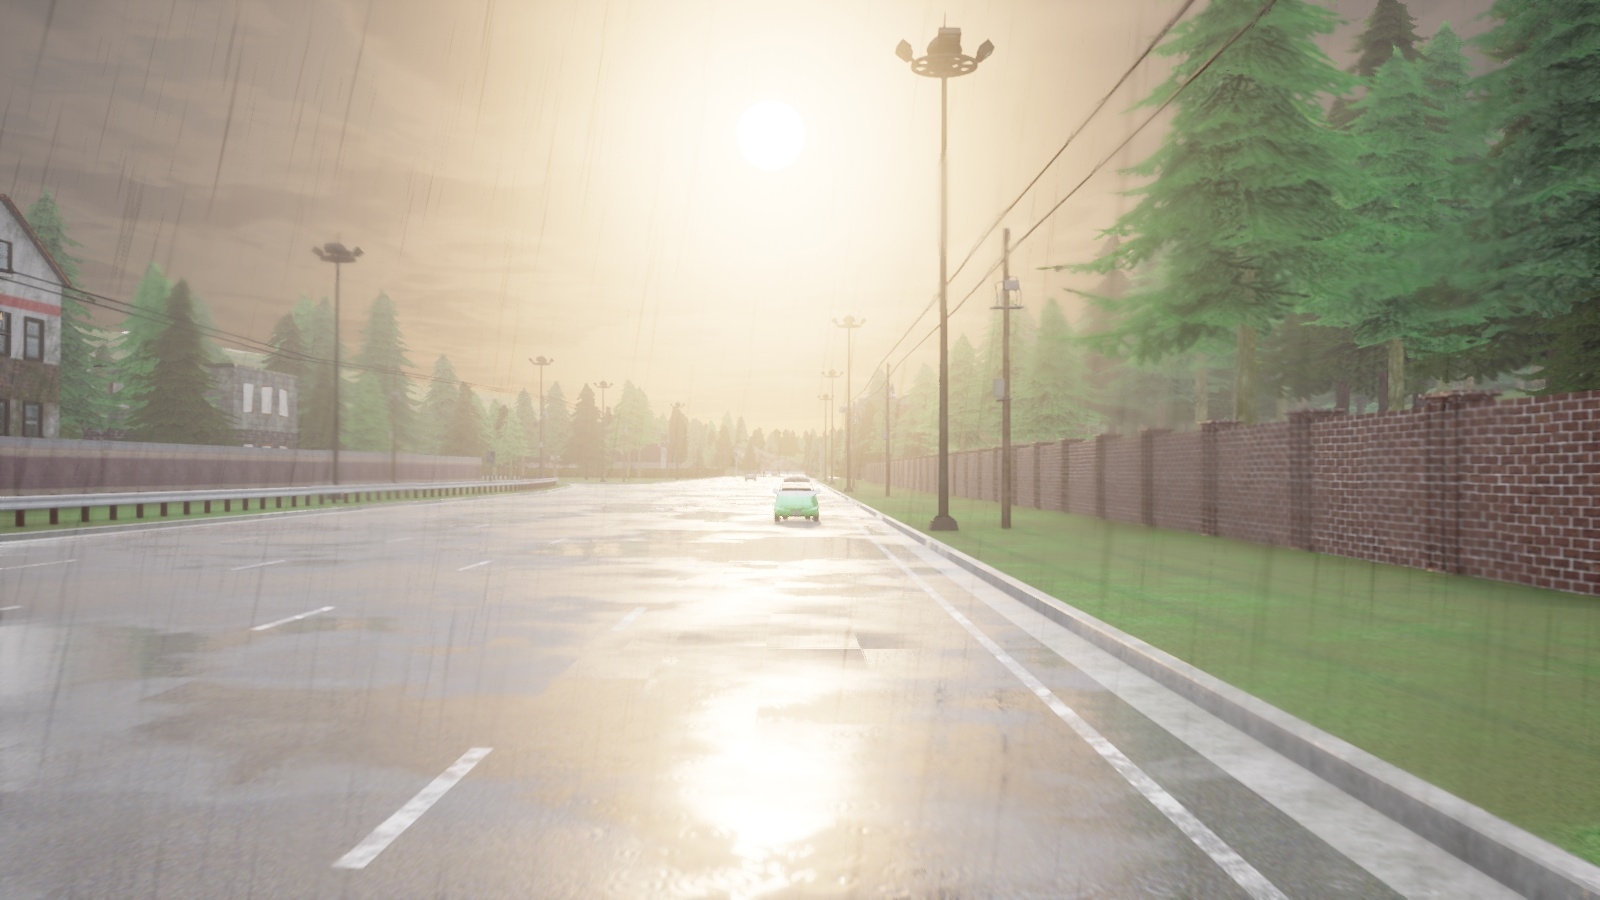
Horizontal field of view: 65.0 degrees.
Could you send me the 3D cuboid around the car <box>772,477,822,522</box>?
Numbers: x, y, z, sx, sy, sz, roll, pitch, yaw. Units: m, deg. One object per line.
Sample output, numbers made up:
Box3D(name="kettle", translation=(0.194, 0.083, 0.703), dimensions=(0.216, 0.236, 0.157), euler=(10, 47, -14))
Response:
Box3D(name="car", translation=(-0.094, 1.524, 39.098), dimensions=(1.481, 1.376, 2.207), euler=(0, -1, 0))
